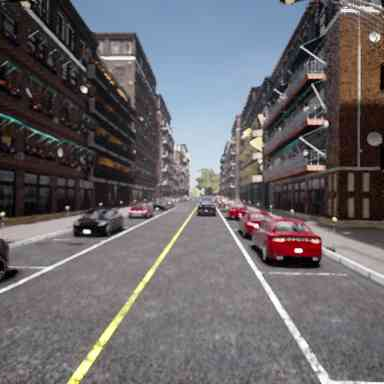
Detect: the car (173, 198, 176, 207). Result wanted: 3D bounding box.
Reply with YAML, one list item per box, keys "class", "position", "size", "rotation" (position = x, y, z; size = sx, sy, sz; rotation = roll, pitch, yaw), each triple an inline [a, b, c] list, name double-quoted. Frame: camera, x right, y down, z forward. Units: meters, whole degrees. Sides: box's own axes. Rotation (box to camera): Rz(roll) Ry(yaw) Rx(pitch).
- class: "car"
  position: [-3.657, 1.482, 46.418]
  size: [1.967, 1.590, 4.097]
  rotation: [2, 0, 3]

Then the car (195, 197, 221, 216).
- class: "car"
  position: [1.507, 1.574, 33.677]
  size: [2.128, 1.511, 4.902]
  rotation: [1, 0, 3]

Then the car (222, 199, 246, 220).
- class: "car"
  position: [3.948, 1.649, 29.034]
  size: [1.887, 1.381, 4.507]
  rotation: [2, 0, 3]

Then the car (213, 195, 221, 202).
- class: "car"
  position: [6.487, 1.686, 85.594]
  size: [1.967, 1.590, 4.097]
  rotation: [2, 0, 3]

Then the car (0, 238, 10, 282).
- class: "car"
  position: [-5.566, 1.513, 6.833]
  size: [1.947, 1.339, 4.313]
  rotation: [2, 0, 3]

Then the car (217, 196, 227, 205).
- class: "car"
  position: [5.877, 1.653, 65.371]
  size: [1.801, 1.575, 5.366]
  rotation: [1, 0, 3]

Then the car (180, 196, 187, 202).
- class: "car"
  position: [-2.138, 1.673, 80.355]
  size: [1.887, 1.381, 4.507]
  rotation: [2, 0, 3]

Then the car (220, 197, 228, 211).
- class: "car"
  position: [4.455, 1.682, 40.346]
  size: [2.008, 1.369, 4.403]
  rotation: [2, 0, 3]

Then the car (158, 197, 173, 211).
- class: "car"
  position: [-3.915, 1.594, 40.762]
  size: [1.947, 1.339, 4.313]
  rotation: [2, 0, 3]

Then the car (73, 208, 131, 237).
- class: "car"
  position: [-4.931, 1.541, 18.142]
  size: [1.947, 1.339, 4.313]
  rotation: [2, 0, 3]

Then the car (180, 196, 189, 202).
- class: "car"
  position: [-1.892, 1.668, 85.840]
  size: [1.752, 1.417, 4.829]
  rotation: [2, 0, 3]

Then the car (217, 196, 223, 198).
- class: "car"
  position: [4.965, 1.599, 51.658]
  size: [1.967, 1.590, 4.097]
  rotation: [2, 0, 3]

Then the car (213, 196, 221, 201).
- class: "car"
  position: [6.738, 1.811, 91.250]
  size: [2.008, 1.369, 4.403]
  rotation: [2, 0, 3]

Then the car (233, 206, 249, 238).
- class: "car"
  position: [3.442, 1.659, 17.724]
  size: [1.802, 1.307, 4.206]
  rotation: [2, 0, 3]

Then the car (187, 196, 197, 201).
- class: "car"
  position: [0.422, 1.592, 77.633]
  size: [1.812, 1.442, 4.674]
  rotation: [1, 0, 3]

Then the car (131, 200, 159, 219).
- class: "car"
  position: [-4.423, 1.583, 29.450]
  size: [1.802, 1.307, 4.206]
  rotation: [2, 0, 3]

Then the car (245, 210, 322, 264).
- class: "car"
  position: [3.261, 1.610, 12.065]
  size: [1.887, 1.381, 4.507]
  rotation: [2, 0, 3]

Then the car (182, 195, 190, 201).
- class: "car"
  position: [-1.638, 1.683, 91.496]
  size: [1.752, 1.417, 4.829]
  rotation: [2, 0, 3]

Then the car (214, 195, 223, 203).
- class: "car"
  position: [6.234, 1.671, 79.938]
  size: [1.967, 1.590, 4.097]
  rotation: [2, 0, 3]
